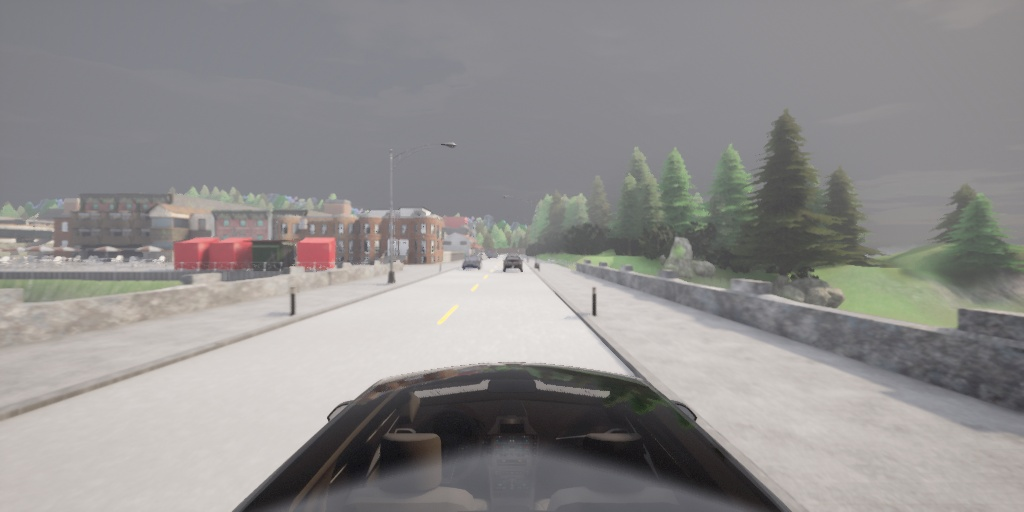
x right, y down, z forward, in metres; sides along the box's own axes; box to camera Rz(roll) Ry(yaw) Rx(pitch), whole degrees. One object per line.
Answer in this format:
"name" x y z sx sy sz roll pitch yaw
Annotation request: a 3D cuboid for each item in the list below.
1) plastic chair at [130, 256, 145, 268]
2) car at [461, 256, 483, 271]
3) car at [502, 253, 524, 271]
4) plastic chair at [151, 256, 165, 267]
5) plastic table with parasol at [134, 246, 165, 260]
"plastic chair" -42.519 0.686 40.523 0.750 1.272 0.730 0 0 0
"car" -4.096 0.751 37.710 2.033 1.411 5.357 0 1 0
"car" 0.088 0.731 36.180 1.837 1.490 4.892 0 1 0
"plastic chair" -41.219 0.665 41.922 0.730 1.272 0.750 0 0 0
"plastic table with parasol" -42.419 0.059 42.023 2.482 2.480 2.482 0 0 0
